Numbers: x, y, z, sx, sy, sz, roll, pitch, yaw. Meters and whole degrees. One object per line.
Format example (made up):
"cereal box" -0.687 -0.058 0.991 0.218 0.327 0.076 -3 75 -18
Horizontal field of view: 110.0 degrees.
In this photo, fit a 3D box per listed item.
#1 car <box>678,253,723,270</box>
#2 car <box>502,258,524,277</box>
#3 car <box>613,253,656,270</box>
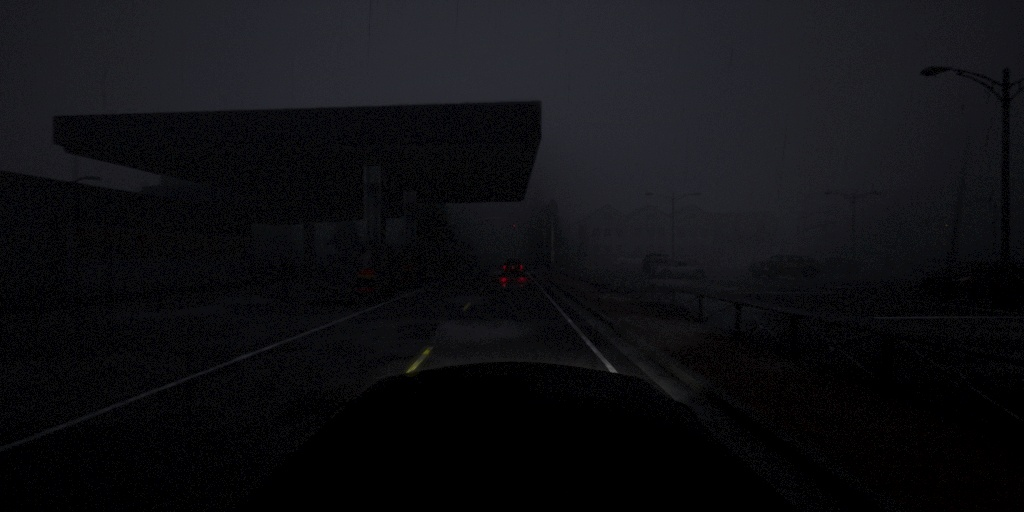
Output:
"car" 28.551 0.619 53.851 5.566 2.045 2.150 0 0 0
"car" 0.093 1.000 34.464 2.097 1.767 4.553 0 0 0
"car" 18.090 0.618 53.816 5.566 2.045 2.150 0 0 0
